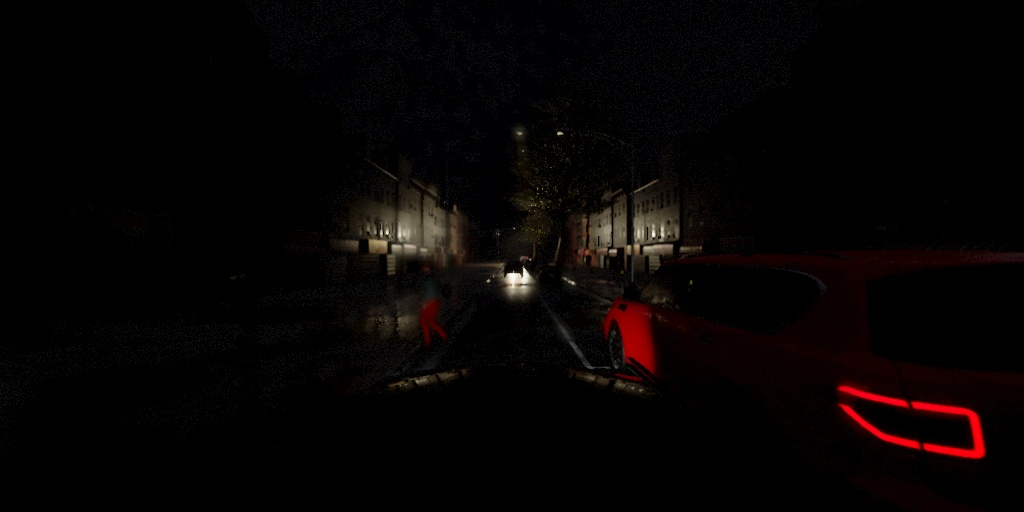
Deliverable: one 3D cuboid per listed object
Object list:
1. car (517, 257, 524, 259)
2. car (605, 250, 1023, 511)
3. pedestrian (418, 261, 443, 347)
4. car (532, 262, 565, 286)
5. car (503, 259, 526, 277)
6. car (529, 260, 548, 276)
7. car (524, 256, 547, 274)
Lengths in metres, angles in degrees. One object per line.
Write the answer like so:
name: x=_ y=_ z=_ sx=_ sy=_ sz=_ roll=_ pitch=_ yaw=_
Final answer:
car: x=0.192 y=1.244 z=47.748 sx=2.128 sy=1.511 sz=4.902 roll=0 pitch=0 yaw=0
car: x=2.753 y=0.981 z=4.219 sx=2.150 sy=2.045 sz=5.566 roll=0 pitch=0 yaw=0
pedestrian: x=-1.719 y=0.951 z=7.479 sx=0.375 sy=1.860 sz=0.375 roll=0 pitch=0 yaw=0
car: x=2.692 y=1.337 z=25.696 sx=1.948 sy=1.339 sz=4.313 roll=0 pitch=0 yaw=0
car: x=0.171 y=1.264 z=35.965 sx=1.837 sy=1.490 sz=4.892 roll=0 pitch=-1 yaw=0
car: x=2.706 y=1.292 z=31.412 sx=1.751 sy=1.417 sz=4.829 roll=0 pitch=0 yaw=0
car: x=2.719 y=1.077 z=36.788 sx=2.192 sy=1.841 sz=5.009 roll=0 pitch=0 yaw=0
